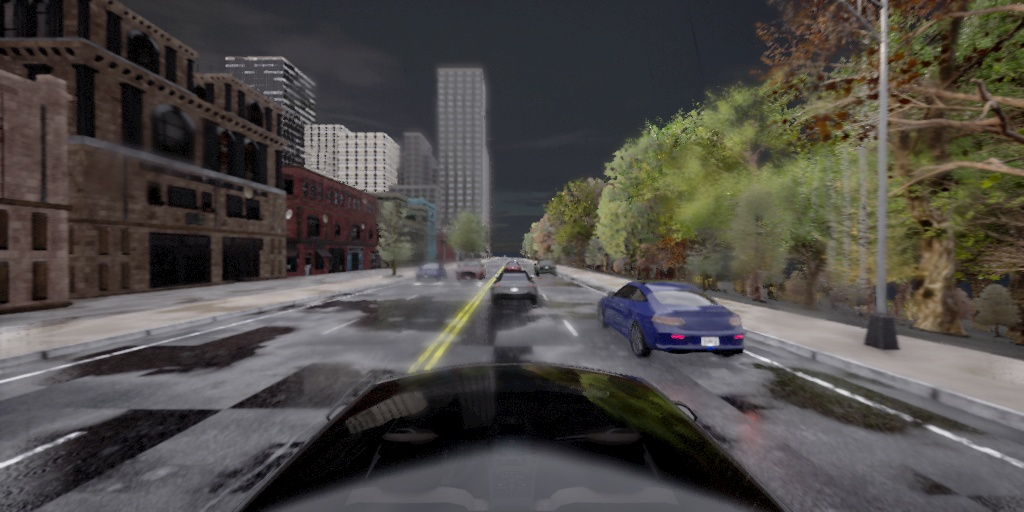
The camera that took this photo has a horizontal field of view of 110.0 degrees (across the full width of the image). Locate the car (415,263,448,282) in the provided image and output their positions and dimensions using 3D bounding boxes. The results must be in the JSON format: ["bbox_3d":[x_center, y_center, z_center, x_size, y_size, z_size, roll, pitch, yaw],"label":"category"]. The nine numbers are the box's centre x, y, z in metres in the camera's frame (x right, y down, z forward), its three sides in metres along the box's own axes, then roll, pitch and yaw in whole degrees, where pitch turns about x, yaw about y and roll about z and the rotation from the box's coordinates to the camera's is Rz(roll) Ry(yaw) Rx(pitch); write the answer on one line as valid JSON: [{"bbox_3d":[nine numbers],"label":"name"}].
[{"bbox_3d":[-6.584,1.294,29.707,1.812,1.442,4.674,0,0,0],"label":"car"}]

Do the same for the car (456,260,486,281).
[{"bbox_3d":[-3.334,1.121,29.784,2.097,1.767,4.553,0,0,0],"label":"car"}]

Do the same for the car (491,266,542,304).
[{"bbox_3d":[0.104,1.325,16.422,1.994,1.385,4.181,0,0,0],"label":"car"}]

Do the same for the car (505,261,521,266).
[{"bbox_3d":[0.109,1.338,44.194,1.994,1.385,4.181,0,0,0],"label":"car"}]

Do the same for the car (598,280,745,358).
[{"bbox_3d":[3.353,1.280,8.369,1.812,1.442,4.674,0,0,0],"label":"car"}]

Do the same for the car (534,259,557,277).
[{"bbox_3d":[3.357,1.123,36.880,2.097,1.767,4.553,0,0,0],"label":"car"}]
